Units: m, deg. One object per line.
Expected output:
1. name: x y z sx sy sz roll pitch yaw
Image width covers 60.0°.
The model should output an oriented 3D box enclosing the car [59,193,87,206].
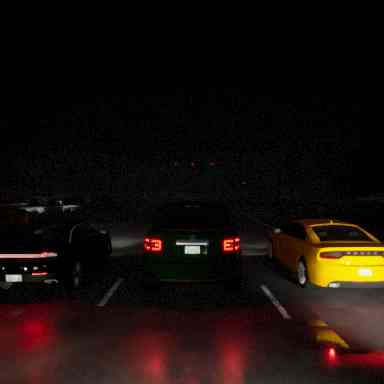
1. car: -18.410 1.343 51.568 2.033 1.411 5.357 0 0 -1

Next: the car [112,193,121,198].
1. car: -18.777 1.203 78.170 1.994 1.385 4.181 0 0 -1

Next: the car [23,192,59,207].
1. car: -21.857 1.034 48.455 2.150 2.045 5.566 0 0 -1

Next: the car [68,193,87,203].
1. car: -22.046 1.081 63.970 2.097 1.767 4.553 0 0 -1

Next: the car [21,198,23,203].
1. car: -28.986 1.347 60.407 1.895 1.301 4.718 0 0 0

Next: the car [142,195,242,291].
1. car: -0.013 1.212 9.131 2.150 2.045 5.566 0 0 0

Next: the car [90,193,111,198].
1. car: -18.604 1.244 68.309 2.033 1.411 5.357 0 0 -1

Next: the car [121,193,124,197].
1. car: -19.270 0.950 88.312 2.097 1.767 4.553 0 0 -4

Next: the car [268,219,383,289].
1. car: 3.475 1.468 9.186 1.882 1.535 5.008 0 0 0

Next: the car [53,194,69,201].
1. car: -29.207 1.196 74.195 1.812 1.442 4.674 0 0 -1

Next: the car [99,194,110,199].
1. car: -22.610 1.157 86.459 1.994 1.385 4.181 0 0 -4

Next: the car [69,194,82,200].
1. car: -29.432 1.169 84.184 1.994 1.385 4.181 0 0 -4

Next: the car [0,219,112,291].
1. car: -3.522 1.483 8.987 2.128 1.511 4.902 0 0 0
